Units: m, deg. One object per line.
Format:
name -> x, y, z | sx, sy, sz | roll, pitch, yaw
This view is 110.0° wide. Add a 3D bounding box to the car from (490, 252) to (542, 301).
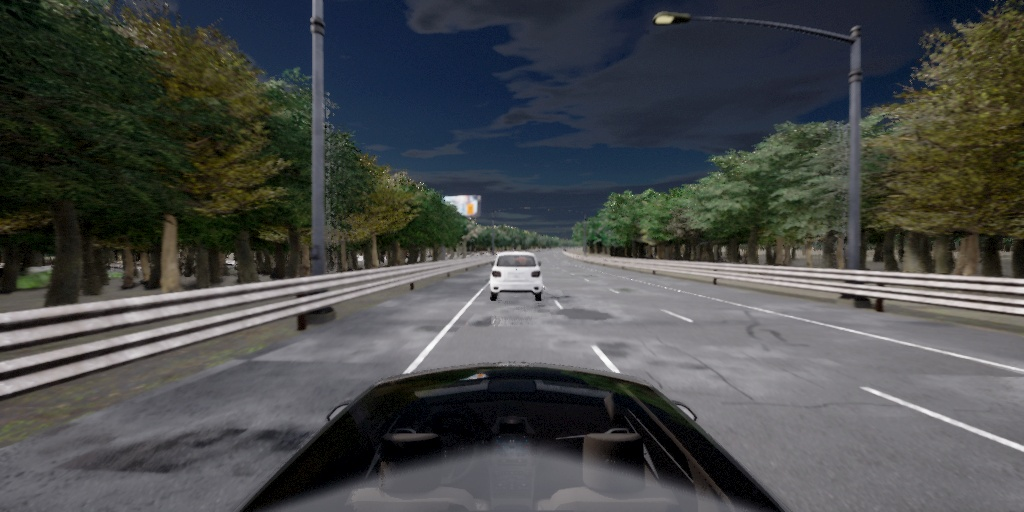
car -> 0.196, 0.839, 16.611 | 2.150, 2.045, 5.566 | 0, 1, 1
